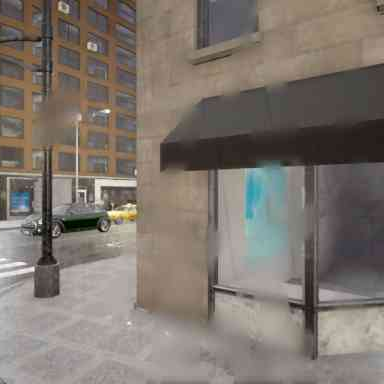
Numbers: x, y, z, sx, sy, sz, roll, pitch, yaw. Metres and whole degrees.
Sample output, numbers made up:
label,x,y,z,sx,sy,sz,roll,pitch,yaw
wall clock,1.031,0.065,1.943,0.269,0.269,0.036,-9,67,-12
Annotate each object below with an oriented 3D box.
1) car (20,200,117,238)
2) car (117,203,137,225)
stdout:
label,x,y,z,sx,sy,sz,roll,pitch,yaw
car,-6.626,1.366,17.807,2.097,1.767,4.553,0,0,36
car,-4.825,1.548,24.633,1.752,1.417,4.829,0,0,36
